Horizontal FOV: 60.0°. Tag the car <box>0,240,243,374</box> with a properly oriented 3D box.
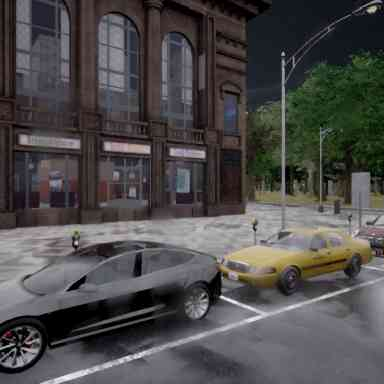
[{"bbox_3d":[-1.427,1.566,5.631,4.313,1.339,1.947,0,0,-36],"label":"car"}]

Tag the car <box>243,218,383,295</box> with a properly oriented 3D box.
[{"bbox_3d":[2.861,1.525,8.691,4.829,1.417,1.752,0,0,-36],"label":"car"}]

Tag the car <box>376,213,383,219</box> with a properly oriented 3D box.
[{"bbox_3d":[7.425,1.441,11.948,4.097,1.590,1.967,0,0,-36],"label":"car"}]
